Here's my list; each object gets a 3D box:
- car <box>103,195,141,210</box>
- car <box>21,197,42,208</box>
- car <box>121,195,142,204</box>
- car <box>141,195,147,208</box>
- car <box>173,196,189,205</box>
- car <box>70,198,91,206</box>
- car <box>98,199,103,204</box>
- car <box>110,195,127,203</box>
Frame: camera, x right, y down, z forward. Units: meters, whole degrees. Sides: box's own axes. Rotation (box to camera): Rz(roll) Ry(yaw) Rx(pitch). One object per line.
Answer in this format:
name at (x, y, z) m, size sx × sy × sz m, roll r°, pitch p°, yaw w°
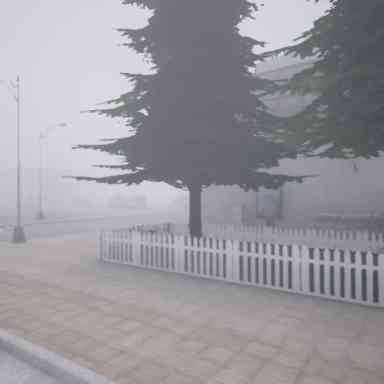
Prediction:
car at (-9.841, 1.475, 46.566) m, size 4.605 × 1.855 × 1.932 m, roll -1°, pitch 0°, yaw 36°
car at (-26.956, 1.900, 54.570) m, size 3.633 × 1.501 × 1.845 m, roll -1°, pitch 0°, yaw 36°
car at (-13.128, 1.665, 72.271) m, size 4.605 × 1.855 × 1.932 m, roll -1°, pitch 0°, yaw 36°
car at (-8.463, 1.458, 49.157) m, size 3.866 × 1.878 × 1.905 m, roll -1°, pitch 0°, yaw 36°
car at (-0.928, 1.532, 59.497) m, size 5.027 × 1.636 × 2.152 m, roll -1°, pitch 0°, yaw 36°
car at (-21.037, 1.876, 62.621) m, size 4.514 × 1.523 × 2.007 m, roll -1°, pitch 0°, yaw 36°
car at (-20.001, 2.021, 77.232) m, size 3.806 × 1.475 × 1.970 m, roll -1°, pitch 0°, yaw 36°
car at (-17.551, 1.729, 79.561) m, size 3.866 × 1.878 × 1.905 m, roll -1°, pitch 0°, yaw 36°
